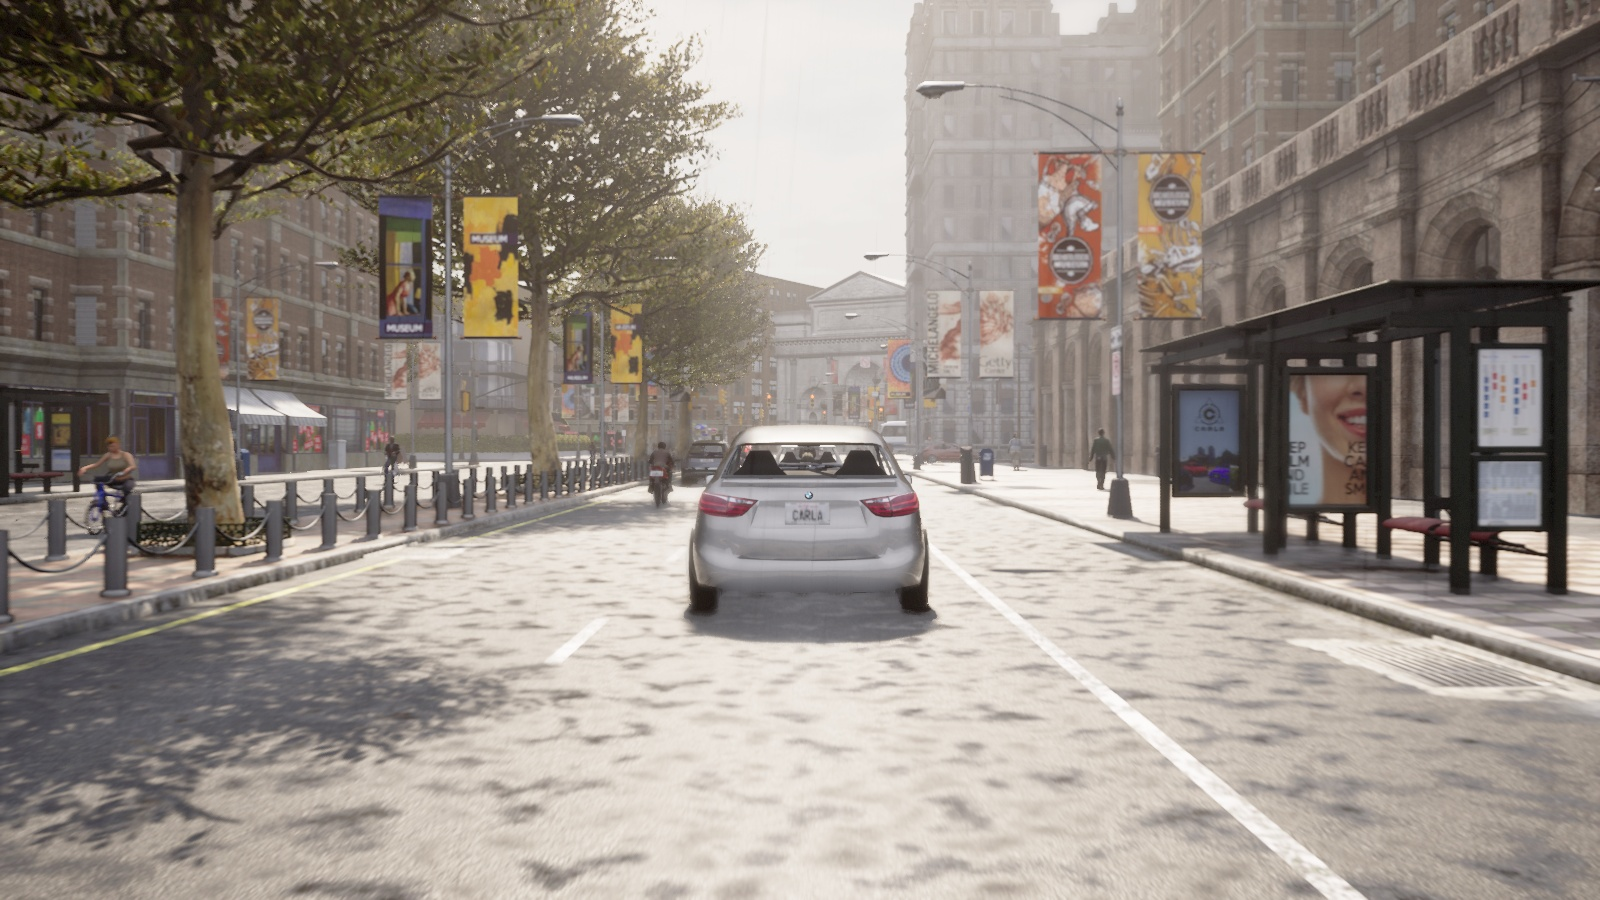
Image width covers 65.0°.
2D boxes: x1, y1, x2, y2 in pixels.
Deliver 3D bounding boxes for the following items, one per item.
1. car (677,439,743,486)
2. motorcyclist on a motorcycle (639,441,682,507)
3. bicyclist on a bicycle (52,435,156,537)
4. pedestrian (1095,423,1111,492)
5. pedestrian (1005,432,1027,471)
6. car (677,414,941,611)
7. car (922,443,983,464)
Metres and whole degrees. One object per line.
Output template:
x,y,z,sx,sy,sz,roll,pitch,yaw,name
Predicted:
-3.223,0.415,45.970,2.033,1.649,4.856,0,0,0,car
-3.314,0.557,30.026,0.797,1.523,2.044,0,0,0,motorcyclist on a motorcycle
-11.363,0.558,20.558,0.866,1.612,1.509,0,0,1,bicyclist on a bicycle
8.573,0.210,35.569,0.423,1.949,0.788,0,0,12,pedestrian
10.387,0.071,60.420,0.874,1.855,0.900,0,0,0,pedestrian
0.089,0.518,12.954,2.242,1.667,4.611,0,0,0,car
11.007,0.258,90.652,4.193,1.474,1.816,0,0,1,car
